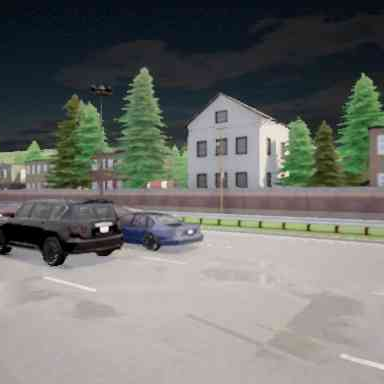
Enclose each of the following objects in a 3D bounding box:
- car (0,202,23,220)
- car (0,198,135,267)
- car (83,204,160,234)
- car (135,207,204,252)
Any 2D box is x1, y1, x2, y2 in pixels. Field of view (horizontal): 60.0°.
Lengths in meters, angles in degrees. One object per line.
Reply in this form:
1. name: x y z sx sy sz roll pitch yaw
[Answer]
1. car: -16.739 1.579 28.784 4.181 1.385 1.994 0 0 36
2. car: -4.845 1.227 11.700 5.566 2.045 2.150 0 0 36
3. car: -4.301 1.533 19.917 4.674 1.442 1.812 0 0 35
4. car: -2.093 1.552 14.030 5.357 1.411 2.033 0 0 36
